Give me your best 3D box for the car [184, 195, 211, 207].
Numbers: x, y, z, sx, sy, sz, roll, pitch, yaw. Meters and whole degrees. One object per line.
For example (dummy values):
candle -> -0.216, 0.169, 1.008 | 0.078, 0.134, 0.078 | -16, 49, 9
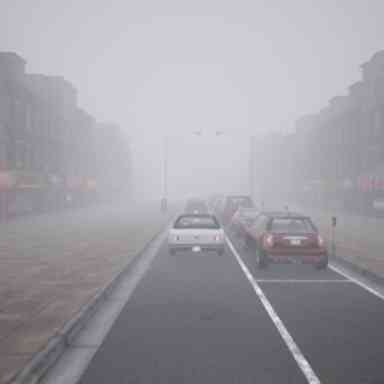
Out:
car -> 0.379, 1.244, 28.315 | 1.837, 1.490, 4.892 | 0, 1, 1

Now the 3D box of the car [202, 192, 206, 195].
car -> 3.371, 1.053, 61.827 | 1.947, 1.339, 4.313 | 0, 0, 1

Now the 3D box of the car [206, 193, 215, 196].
car -> 3.271, 0.965, 44.067 | 2.097, 1.767, 4.553 | 0, 0, 1

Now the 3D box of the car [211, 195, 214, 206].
car -> 3.037, 1.278, 33.459 | 1.802, 1.307, 4.206 | 0, 0, 1

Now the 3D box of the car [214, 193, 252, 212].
car -> 2.905, 1.106, 22.108 | 2.192, 1.841, 5.009 | 0, 0, 1

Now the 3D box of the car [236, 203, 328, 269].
car -> 2.771, 1.334, 10.762 | 1.967, 1.590, 4.097 | 0, 1, 1

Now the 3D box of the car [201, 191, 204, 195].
car -> 3.438, 1.002, 67.502 | 2.008, 1.369, 4.403 | 0, 0, 1

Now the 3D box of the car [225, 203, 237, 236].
car -> 2.837, 1.424, 16.437 | 1.802, 1.307, 4.206 | 0, 1, 1

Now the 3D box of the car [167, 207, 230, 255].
car -> 0.189, 1.477, 12.678 | 1.895, 1.301, 4.718 | 0, 1, 1
